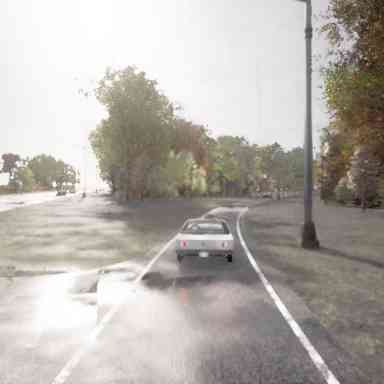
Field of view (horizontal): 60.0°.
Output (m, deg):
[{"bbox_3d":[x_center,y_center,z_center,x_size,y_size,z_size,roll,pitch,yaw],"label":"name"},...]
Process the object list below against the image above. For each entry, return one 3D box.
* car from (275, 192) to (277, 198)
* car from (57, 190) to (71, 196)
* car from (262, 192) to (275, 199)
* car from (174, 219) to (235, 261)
[{"bbox_3d":[22.480,0.745,91.104,1.837,1.490,4.892,0,1,23],"label":"car"},{"bbox_3d":[-29.565,0.153,75.860,2.033,1.411,5.357,0,1,-14],"label":"car"},{"bbox_3d":[18.472,0.918,81.484,1.837,1.490,4.892,0,1,23],"label":"car"},{"bbox_3d":[0.523,1.633,12.374,1.895,1.301,4.718,0,0,4],"label":"car"}]
